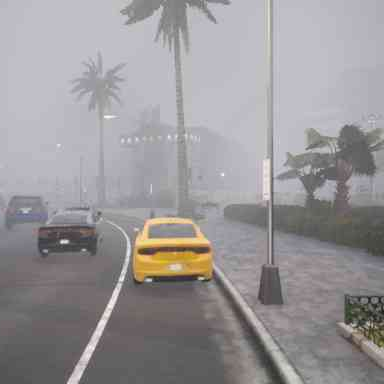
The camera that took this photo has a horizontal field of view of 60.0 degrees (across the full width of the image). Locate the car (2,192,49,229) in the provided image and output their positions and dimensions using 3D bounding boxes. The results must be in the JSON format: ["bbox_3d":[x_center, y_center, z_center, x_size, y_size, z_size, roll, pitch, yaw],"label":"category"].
[{"bbox_3d":[-10.678,1.216,21.678,2.150,2.045,5.566,0,0,-23],"label":"car"}]

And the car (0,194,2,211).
[{"bbox_3d":[-23.601,1.202,38.506,5.566,2.045,2.150,0,0,40],"label":"car"}]

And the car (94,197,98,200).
[{"bbox_3d":[-26.644,1.554,85.529,4.718,1.301,1.895,0,0,24],"label":"car"}]

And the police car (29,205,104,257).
[{"bbox_3d":[-4.636,1.422,13.258,1.930,1.638,5.238,0,0,-12],"label":"police car"}]

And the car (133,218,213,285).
[{"bbox_3d":[-0.674,1.477,9.661,1.882,1.535,5.008,0,0,-7],"label":"car"}]

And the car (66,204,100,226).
[{"bbox_3d":[-8.010,1.595,24.202,1.895,1.301,4.718,0,0,-24],"label":"car"}]

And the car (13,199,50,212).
[{"bbox_3d":[-18.913,1.532,39.091,5.357,1.411,2.033,0,0,43],"label":"car"}]
